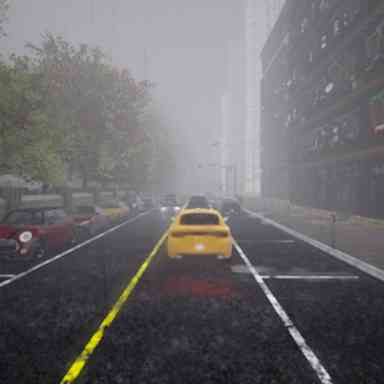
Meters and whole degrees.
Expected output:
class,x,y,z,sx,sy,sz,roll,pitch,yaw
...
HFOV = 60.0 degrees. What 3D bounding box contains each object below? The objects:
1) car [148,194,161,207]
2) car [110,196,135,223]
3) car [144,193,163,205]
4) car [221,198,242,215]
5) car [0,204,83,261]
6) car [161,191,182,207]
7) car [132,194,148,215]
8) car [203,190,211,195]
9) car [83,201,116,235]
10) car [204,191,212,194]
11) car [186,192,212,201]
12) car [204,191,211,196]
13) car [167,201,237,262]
class,x,y,z,sx,sy,sz,roll,pitch,yaw
car,-5.148,0.983,39.009,2.008,1.369,4.403,0,1,1
car,-5.335,1.198,22.227,1.752,1.417,4.829,0,1,1
car,-5.112,0.898,44.549,1.887,1.381,4.507,0,1,1
car,3.134,1.143,27.804,2.008,1.369,4.403,0,1,1
car,-5.507,1.272,11.321,1.967,1.590,4.097,0,1,1
car,-2.463,0.931,39.395,1.837,1.490,4.892,0,1,1
car,-5.245,1.031,27.933,1.967,1.590,4.097,0,1,1
car,4.174,0.249,93.587,1.947,1.339,4.313,0,1,1
car,-5.420,1.333,16.860,1.802,1.307,4.206,0,1,1
car,3.996,0.400,82.325,1.947,1.339,4.313,0,1,1
car,0.568,1.060,30.382,1.837,1.490,4.892,0,1,1
car,4.085,0.324,87.956,1.947,1.339,4.313,0,1,1
car,0.254,1.306,11.517,1.882,1.535,5.008,0,1,1
